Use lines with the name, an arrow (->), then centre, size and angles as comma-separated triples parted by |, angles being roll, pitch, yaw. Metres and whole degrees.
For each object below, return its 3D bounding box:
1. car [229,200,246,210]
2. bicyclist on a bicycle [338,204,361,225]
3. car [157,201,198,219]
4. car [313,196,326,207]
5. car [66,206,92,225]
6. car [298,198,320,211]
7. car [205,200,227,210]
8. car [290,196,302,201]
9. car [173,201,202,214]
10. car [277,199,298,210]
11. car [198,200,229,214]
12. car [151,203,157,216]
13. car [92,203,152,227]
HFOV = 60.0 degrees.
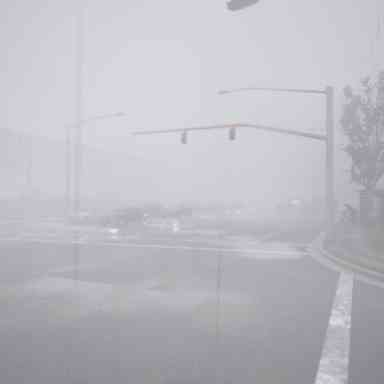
car -> 7.292, 2.066, 53.227 | 1.837, 1.490, 4.892 | 0, 0, 26
bicyclist on a bicycle -> 12.131, 1.714, 25.657 | 1.656, 1.620, 0.582 | -1, -1, 26
car -> -1.486, 2.021, 35.352 | 1.812, 1.442, 4.674 | 0, -1, 26
car -> 24.084, 1.748, 63.334 | 2.150, 2.045, 5.566 | 0, 0, 26
car -> -8.647, 1.955, 28.660 | 1.812, 1.442, 4.674 | 0, -1, 26
car -> 17.732, 2.047, 50.317 | 1.812, 1.442, 4.674 | 0, 0, 26
car -> 4.003, 2.080, 54.474 | 1.837, 1.490, 4.892 | 0, 0, 26
car -> 19.393, 1.760, 61.702 | 2.150, 2.045, 5.566 | 0, 0, 26
car -> -0.537, 2.037, 45.243 | 1.882, 1.535, 5.008 | 0, 0, 26
car -> 14.884, 2.135, 52.466 | 1.895, 1.301, 4.718 | 0, 0, 26
car -> 2.827, 2.148, 44.163 | 1.895, 1.301, 4.718 | 0, 0, 26
car -> -4.714, 2.014, 36.709 | 1.837, 1.490, 4.892 | 0, -1, 26
car -> -5.548, 1.916, 27.035 | 1.837, 1.490, 4.892 | 0, -1, 25
